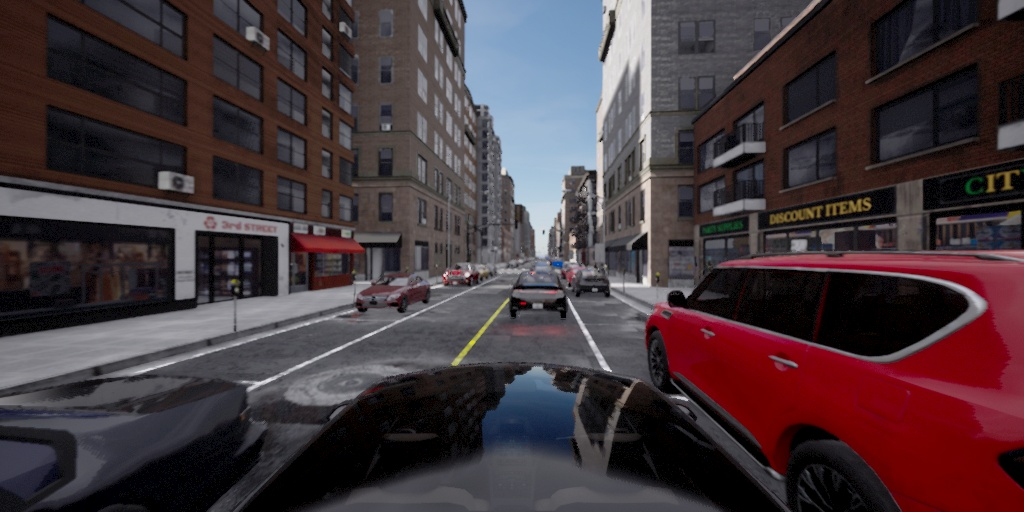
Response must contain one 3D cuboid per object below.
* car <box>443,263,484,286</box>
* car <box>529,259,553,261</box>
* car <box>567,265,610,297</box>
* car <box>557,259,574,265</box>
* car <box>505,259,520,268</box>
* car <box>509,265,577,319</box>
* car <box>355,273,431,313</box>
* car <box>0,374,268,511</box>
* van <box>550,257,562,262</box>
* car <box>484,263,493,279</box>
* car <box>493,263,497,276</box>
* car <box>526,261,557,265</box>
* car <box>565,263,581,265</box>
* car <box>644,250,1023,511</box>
[{"bbox_3d":[-3.471,1.217,25.036,1.967,1.591,4.097,0,0,5],"label":"car"},{"bbox_3d":[2.939,1.335,36.339,1.812,1.442,4.674,0,0,5],"label":"car"},{"bbox_3d":[4.039,1.335,18.841,2.007,1.370,4.403,0,0,5],"label":"car"},{"bbox_3d":[5.009,1.243,29.836,1.967,1.591,4.097,0,0,5],"label":"car"},{"bbox_3d":[-0.122,1.391,63.006,2.007,1.370,4.403,0,0,5],"label":"car"},{"bbox_3d":[0.969,1.261,12.919,2.128,1.511,4.902,0,0,5],"label":"car"},{"bbox_3d":[-4.440,1.341,14.041,1.802,1.307,4.207,0,0,5],"label":"car"},{"bbox_3d":[-3.085,1.288,0.532,2.033,1.411,5.357,0,0,5],"label":"car"},{"bbox_3d":[7.873,1.198,62.310,1.690,1.789,3.998,0,0,5],"label":"van"},{"bbox_3d":[-3.001,1.312,30.363,1.751,1.417,4.829,0,0,5],"label":"car"},{"bbox_3d":[-2.501,1.347,36.030,2.007,1.370,4.403,0,0,5],"label":"car"},{"bbox_3d":[2.212,1.319,26.971,1.812,1.442,4.674,0,0,5],"label":"car"},{"bbox_3d":[4.524,1.376,24.338,1.802,1.307,4.207,0,0,5],"label":"car"},{"bbox_3d":[3.032,0.988,3.488,2.150,2.045,5.566,0,0,5],"label":"car"}]
